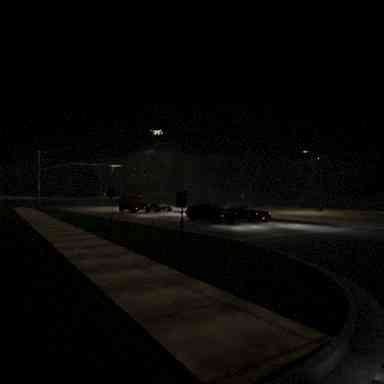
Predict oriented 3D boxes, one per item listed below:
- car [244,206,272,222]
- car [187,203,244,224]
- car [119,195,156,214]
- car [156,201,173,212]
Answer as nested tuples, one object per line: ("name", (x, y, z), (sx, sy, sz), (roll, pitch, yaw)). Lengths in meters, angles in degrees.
("car", (4.580, 1.831, 28.834), (1.895, 1.301, 4.718), (1, 0, -35))
("car", (1.573, 1.668, 27.035), (1.882, 1.535, 5.008), (1, 0, -35))
("car", (-6.763, 1.420, 39.130), (2.150, 2.045, 5.566), (1, -1, -34))
("car", (-4.275, 1.834, 41.683), (1.895, 1.301, 4.718), (1, 0, -35))
